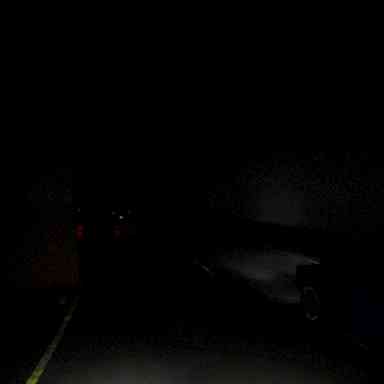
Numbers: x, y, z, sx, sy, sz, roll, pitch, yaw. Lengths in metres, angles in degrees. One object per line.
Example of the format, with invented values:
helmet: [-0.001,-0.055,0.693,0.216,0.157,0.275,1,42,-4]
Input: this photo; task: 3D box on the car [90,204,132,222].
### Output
car: [-6.710,1.627,27.091,1.895,1.301,4.718,0,0,-36]

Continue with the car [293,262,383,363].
car: [3.089,1.576,4.309,1.895,1.301,4.718,0,0,-7]

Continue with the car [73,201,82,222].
car: [-10.162,1.405,25.757,2.097,1.767,4.553,0,0,-36]
